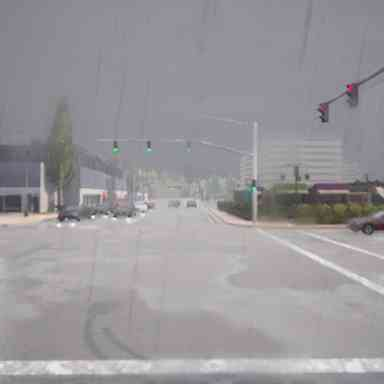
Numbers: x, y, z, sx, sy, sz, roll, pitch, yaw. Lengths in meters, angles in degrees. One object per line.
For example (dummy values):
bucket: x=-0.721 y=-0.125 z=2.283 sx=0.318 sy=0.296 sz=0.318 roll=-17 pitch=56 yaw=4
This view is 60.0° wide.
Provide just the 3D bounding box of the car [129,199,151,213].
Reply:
car: x=-7.130 y=2.084 z=45.055 sx=1.812 sy=1.442 sz=4.674 roll=0 pitch=-1 yaw=0

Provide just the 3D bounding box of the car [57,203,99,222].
car: x=-10.624 y=1.929 z=30.781 sx=2.033 sy=1.411 sz=5.357 roll=0 pitch=-1 yaw=0

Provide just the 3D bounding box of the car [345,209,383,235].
car: x=11.790 y=1.776 z=20.097 sx=4.674 sy=1.442 sz=1.812 roll=0 pitch=-1 yaw=1

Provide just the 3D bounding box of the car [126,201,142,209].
car: x=-10.599 y=2.302 z=61.018 sx=2.033 sy=1.411 sz=5.357 roll=0 pitch=-1 yaw=1

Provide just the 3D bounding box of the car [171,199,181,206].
car: x=-3.559 y=2.328 z=73.023 sx=1.994 sy=1.385 sz=4.181 roll=0 pitch=-1 yaw=0

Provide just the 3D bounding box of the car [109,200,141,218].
car: x=-7.129 y=1.949 z=35.871 sx=1.837 sy=1.490 sz=4.892 roll=0 pitch=-1 yaw=0

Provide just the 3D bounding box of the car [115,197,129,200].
car: x=-10.638 y=1.844 z=50.325 sx=2.150 sy=2.045 sz=5.566 roll=0 pitch=-1 yaw=0

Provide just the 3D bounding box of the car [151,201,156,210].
car: x=-7.126 y=2.245 z=55.014 sx=1.994 sy=1.385 sz=4.181 roll=0 pitch=-1 yaw=0

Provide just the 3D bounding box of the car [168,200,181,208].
car: x=-3.550 y=2.324 z=62.749 sx=2.033 sy=1.411 sz=5.357 roll=0 pitch=-1 yaw=0

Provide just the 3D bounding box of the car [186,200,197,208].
car: x=-0.050 y=2.268 z=62.752 sx=2.128 sy=1.511 sz=4.902 roll=0 pitch=-1 yaw=0

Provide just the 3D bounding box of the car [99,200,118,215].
car: x=-10.631 y=2.005 z=40.337 sx=1.837 sy=1.490 sz=4.892 roll=0 pitch=-1 yaw=0

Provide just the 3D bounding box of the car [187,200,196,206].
car: x=-0.059 y=2.372 z=73.057 sx=1.895 sy=1.301 sz=4.718 roll=0 pitch=-1 yaw=0
